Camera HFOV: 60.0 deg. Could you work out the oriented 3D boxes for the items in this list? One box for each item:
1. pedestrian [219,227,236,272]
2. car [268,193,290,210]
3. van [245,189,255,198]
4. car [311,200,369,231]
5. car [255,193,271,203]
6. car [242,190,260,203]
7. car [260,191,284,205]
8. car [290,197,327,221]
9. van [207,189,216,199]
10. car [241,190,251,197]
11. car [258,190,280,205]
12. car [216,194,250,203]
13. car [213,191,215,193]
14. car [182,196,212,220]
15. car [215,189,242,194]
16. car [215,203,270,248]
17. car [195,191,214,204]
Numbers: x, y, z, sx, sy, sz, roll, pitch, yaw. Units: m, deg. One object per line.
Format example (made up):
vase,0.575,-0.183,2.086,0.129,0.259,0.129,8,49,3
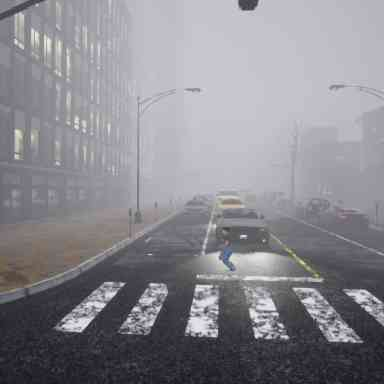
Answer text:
pedestrian,0.960,1.423,8.679,0.375,1.300,0.375,1,0,5
car,9.559,1.096,34.808,2.008,1.369,4.403,1,1,5
van,12.787,0.357,73.494,1.690,1.788,3.998,1,1,5
car,8.176,1.338,18.226,1.802,1.307,4.206,1,1,5
car,10.956,0.848,51.559,1.752,1.417,4.829,1,1,5
car,7.650,0.922,43.784,1.837,1.490,4.892,0,1,5
car,10.023,0.788,40.330,2.192,1.841,5.009,1,1,5
car,8.639,1.127,23.754,1.967,1.590,4.097,1,1,5
van,3.976,0.393,68.662,1.690,1.788,3.998,1,1,5
car,13.707,0.297,84.548,1.967,1.590,4.097,1,1,5
car,10.485,0.715,45.860,2.192,1.841,5.009,1,1,5
car,2.838,1.138,24.010,1.882,1.535,5.008,0,1,5
car,2.128,0.939,46.558,1.802,1.307,4.206,1,1,5
car,0.286,1.226,24.451,1.802,1.307,4.206,1,1,5
car,3.739,0.746,34.657,2.150,2.045,5.566,0,1,5
car,1.980,1.353,13.679,1.994,1.385,4.181,0,1,5
car,0.749,1.015,29.975,1.967,1.590,4.097,1,1,5
